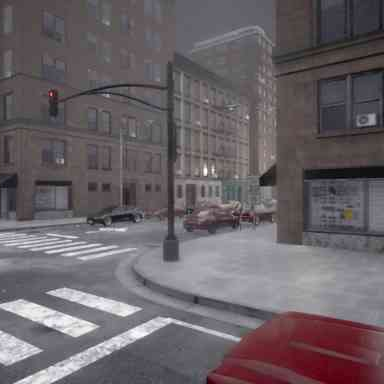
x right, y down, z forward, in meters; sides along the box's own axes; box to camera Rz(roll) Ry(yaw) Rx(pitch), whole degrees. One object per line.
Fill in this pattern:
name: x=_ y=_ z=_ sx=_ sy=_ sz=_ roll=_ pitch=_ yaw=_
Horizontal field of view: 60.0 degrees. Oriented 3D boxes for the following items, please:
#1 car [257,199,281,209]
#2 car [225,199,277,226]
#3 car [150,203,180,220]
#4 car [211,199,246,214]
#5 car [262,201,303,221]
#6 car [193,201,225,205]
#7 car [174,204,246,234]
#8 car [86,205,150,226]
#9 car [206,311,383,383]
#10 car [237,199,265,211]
car: x=10.676 y=1.605 z=46.000 sx=1.802 sy=1.307 sz=4.206 roll=0 pitch=0 yaw=36
car: x=4.364 y=1.414 z=23.380 sx=1.967 sy=1.590 sz=4.097 roll=0 pitch=0 yaw=36
car: x=-2.164 y=1.609 z=28.046 sx=1.802 sy=1.307 sz=4.206 roll=0 pitch=0 yaw=36
car: x=4.157 y=1.549 z=36.885 sx=1.752 sy=1.417 sz=4.829 roll=0 pitch=0 yaw=36
car: x=7.674 y=1.497 z=28.007 sx=1.752 sy=1.417 sz=4.829 roll=0 pitch=0 yaw=36
car: x=1.046 y=1.569 z=32.535 sx=1.887 sy=1.381 sz=4.507 roll=0 pitch=0 yaw=36
car: x=1.154 y=1.558 z=18.891 sx=1.802 sy=1.307 sz=4.206 roll=0 pitch=0 yaw=36
car: x=-5.374 y=1.595 z=23.558 sx=1.947 sy=1.339 sz=4.313 roll=0 pitch=0 yaw=36
car: x=2.355 y=1.600 z=2.010 sx=4.718 sy=1.301 sz=1.895 roll=0 pitch=0 yaw=36
car: x=7.466 y=1.604 z=41.512 sx=1.802 sy=1.307 sz=4.206 roll=0 pitch=0 yaw=36
